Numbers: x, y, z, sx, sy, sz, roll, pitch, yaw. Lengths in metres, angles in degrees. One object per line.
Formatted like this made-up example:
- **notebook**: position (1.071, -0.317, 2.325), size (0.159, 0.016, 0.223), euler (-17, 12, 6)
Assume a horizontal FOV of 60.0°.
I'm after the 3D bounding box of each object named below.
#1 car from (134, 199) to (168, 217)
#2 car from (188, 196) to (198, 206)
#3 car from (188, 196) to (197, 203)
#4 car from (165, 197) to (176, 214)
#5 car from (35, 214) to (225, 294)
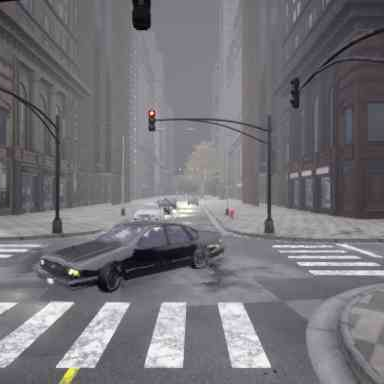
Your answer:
- **car**: position (-3.075, 1.526, 24.504), size (1.812, 1.442, 4.674), euler (0, 0, 0)
- **car**: position (0.144, 1.578, 56.970), size (2.033, 1.411, 5.357), euler (0, 0, 0)
- **car**: position (0.169, 1.574, 69.769), size (1.812, 1.442, 4.674), euler (0, 0, 0)
- **car**: position (-3.067, 1.552, 34.914), size (2.033, 1.411, 5.357), euler (0, 0, 0)
- **car**: position (-1.286, 1.547, 9.184), size (2.033, 1.411, 5.357), euler (0, 0, 43)
